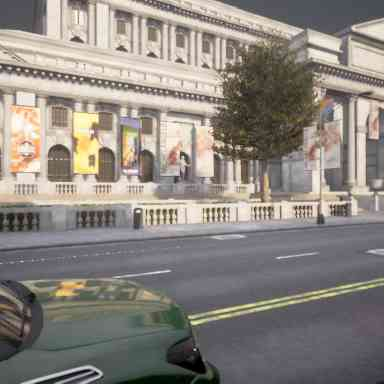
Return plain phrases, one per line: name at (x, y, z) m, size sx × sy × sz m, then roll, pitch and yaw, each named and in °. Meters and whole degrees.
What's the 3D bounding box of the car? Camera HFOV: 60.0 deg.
car at (-2.427, 1.222, 1.831) m, size 5.566 × 2.045 × 2.150 m, roll 0°, pitch 0°, yaw -36°
